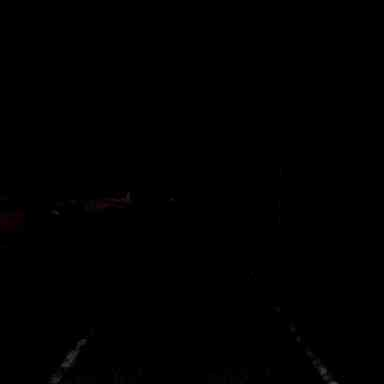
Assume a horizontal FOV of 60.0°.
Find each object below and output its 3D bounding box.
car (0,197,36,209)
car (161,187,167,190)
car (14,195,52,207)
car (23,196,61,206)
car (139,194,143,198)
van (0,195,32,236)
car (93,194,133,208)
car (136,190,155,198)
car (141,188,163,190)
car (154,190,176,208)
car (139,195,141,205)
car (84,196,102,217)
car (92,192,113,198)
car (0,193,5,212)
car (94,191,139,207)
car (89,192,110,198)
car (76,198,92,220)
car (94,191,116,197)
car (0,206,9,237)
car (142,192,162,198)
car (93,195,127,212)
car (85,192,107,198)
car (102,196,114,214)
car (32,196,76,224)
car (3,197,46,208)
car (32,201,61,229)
[{"bbox_3d":[-23.258,1.446,43.503,4.674,1.452,2.002,0,0,0],"label":"car"},{"bbox_3d":[-10.361,0.397,89.965,5.566,2.045,2.435,0,1,0],"label":"car"},{"bbox_3d":[-23.280,1.296,48.919,4.553,1.767,2.185,0,0,0],"label":"car"},{"bbox_3d":[-23.238,1.429,51.690,5.008,1.535,2.097,0,0,0],"label":"car"},{"bbox_3d":[-10.140,1.453,49.014,4.792,1.488,2.163,0,0,0],"label":"car"},{"bbox_3d":[-10.360,1.185,15.709,4.442,1.987,1.878,0,0,0],"label":"van"},{"bbox_3d":[-10.373,1.396,40.686,5.366,1.575,1.946,0,0,0],"label":"car"},{"bbox_3d":[-10.337,0.754,78.826,4.792,1.488,2.163,0,0,0],"label":"car"},{"bbox_3d":[-10.381,0.573,84.395,4.553,1.767,2.185,0,0,0],"label":"car"},{"bbox_3d":[-3.368,1.061,44.502,2.150,2.045,5.566,0,0,0],"label":"car"},{"bbox_3d":[-10.181,1.415,46.238,5.008,1.535,2.097,0,0,0],"label":"car"},{"bbox_3d":[-10.404,1.364,26.808,5.366,1.575,1.946,0,0,0],"label":"car"},{"bbox_3d":[-23.450,0.706,87.153,4.792,1.488,2.163,0,0,0],"label":"car"},{"bbox_3d":[-23.308,1.130,35.194,5.566,2.045,2.435,0,0,0],"label":"car"},{"bbox_3d":[-10.210,1.156,43.462,5.566,2.045,2.435,0,0,0],"label":"car"},{"bbox_3d":[-23.433,0.737,84.241,4.674,1.452,2.002,0,0,0],"label":"car"},{"bbox_3d":[-10.218,1.372,24.040,4.892,1.521,2.231,0,0,0],"label":"car"},{"bbox_3d":[-23.598,0.643,89.945,5.366,1.575,1.946,0,1,0],"label":"car"},{"bbox_3d":[-10.220,1.457,12.934,4.792,1.488,2.163,0,0,0],"label":"car"},{"bbox_3d":[-10.336,0.678,87.175,5.008,1.535,2.097,0,1,0],"label":"car"},{"bbox_3d":[-10.014,1.380,35.133,5.366,1.575,1.946,0,0,0],"label":"car"},{"bbox_3d":[-23.441,0.750,81.456,4.674,1.452,2.002,0,0,0],"label":"car"},{"bbox_3d":[-10.027,1.366,29.460,5.366,1.575,1.946,0,0,0],"label":"car"},{"bbox_3d":[-10.262,1.256,21.260,4.553,1.767,2.185,0,0,0],"label":"car"},{"bbox_3d":[-23.226,1.443,46.273,4.792,1.488,2.163,0,0,0],"label":"car"},{"bbox_3d":[-10.266,1.424,18.487,4.792,1.488,2.163,0,0,0],"label":"car"}]
